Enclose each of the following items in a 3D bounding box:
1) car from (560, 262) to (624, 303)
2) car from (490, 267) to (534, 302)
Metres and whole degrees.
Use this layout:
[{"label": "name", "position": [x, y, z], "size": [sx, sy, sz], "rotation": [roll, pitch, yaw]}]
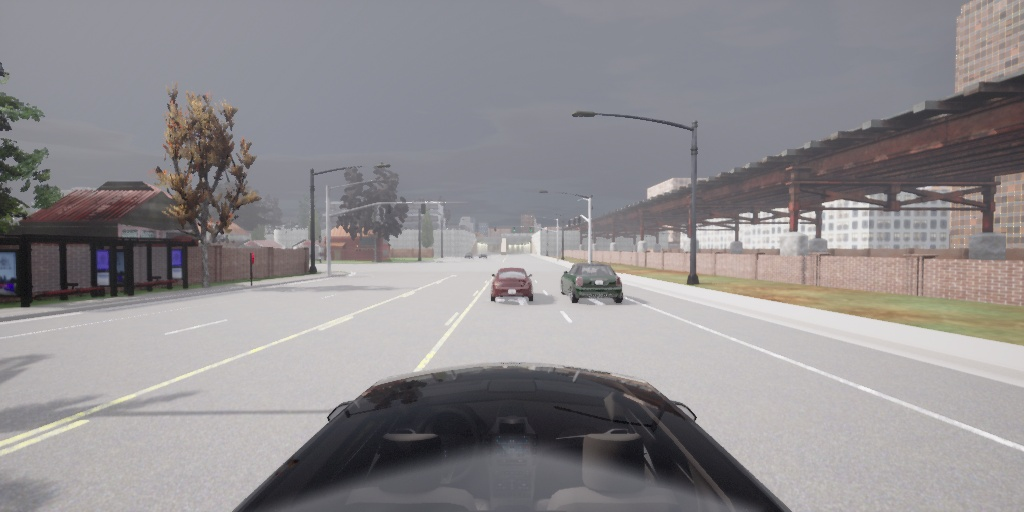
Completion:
[{"label": "car", "position": [3.500, 1.071, 16.507], "size": [2.097, 1.767, 4.553], "rotation": [0, 0, 0]}, {"label": "car", "position": [0.000, 1.238, 16.538], "size": [1.812, 1.442, 4.674], "rotation": [0, 0, 0]}]
